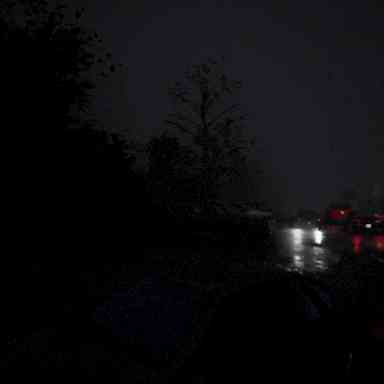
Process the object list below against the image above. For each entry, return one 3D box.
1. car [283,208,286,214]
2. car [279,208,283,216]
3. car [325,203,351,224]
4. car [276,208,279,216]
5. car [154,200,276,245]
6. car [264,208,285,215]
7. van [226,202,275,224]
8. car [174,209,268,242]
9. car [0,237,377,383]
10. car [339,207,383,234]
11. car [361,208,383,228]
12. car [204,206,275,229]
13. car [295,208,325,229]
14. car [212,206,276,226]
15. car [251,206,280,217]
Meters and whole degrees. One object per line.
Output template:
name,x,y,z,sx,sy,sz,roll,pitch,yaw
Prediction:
car,19.095,4.626,78.153,4.674,1.452,2.002,0,-3,17
car,11.297,3.175,51.815,4.674,1.452,2.002,0,-3,16
car,14.866,2.131,33.818,2.150,2.045,5.566,0,-2,16
car,2.455,1.573,21.134,5.566,2.045,2.435,0,-1,16
car,0.967,1.445,15.880,5.566,2.045,2.435,0,-1,16
car,20.954,4.931,84.426,5.008,1.535,2.097,0,-3,17
van,5.633,1.955,31.840,4.442,1.987,1.878,0,-2,16
car,1.670,1.757,18.448,4.892,1.521,2.231,0,-1,16
car,0.209,1.571,3.722,5.357,1.411,2.033,1,0,-41
car,11.786,2.038,23.222,1.812,1.442,4.674,0,-2,16
car,17.304,2.204,27.793,5.366,1.575,1.946,0,-2,16
car,3.829,1.989,26.678,5.366,1.575,1.946,0,-2,16
car,9.313,2.111,26.765,1.812,1.442,4.674,0,-2,17
car,4.566,2.077,29.233,5.366,1.575,1.946,0,-2,16
car,12.134,3.175,54.878,4.553,1.767,2.185,0,-3,16
